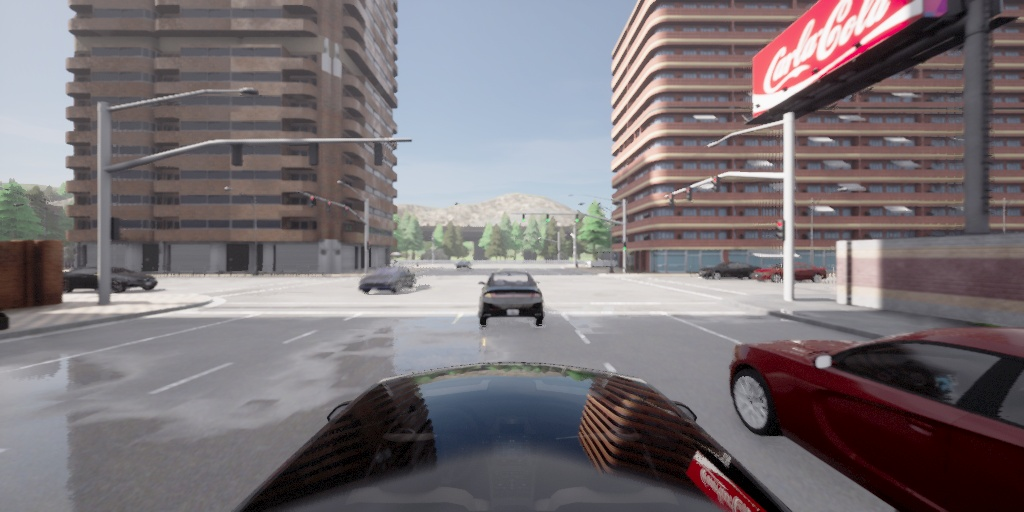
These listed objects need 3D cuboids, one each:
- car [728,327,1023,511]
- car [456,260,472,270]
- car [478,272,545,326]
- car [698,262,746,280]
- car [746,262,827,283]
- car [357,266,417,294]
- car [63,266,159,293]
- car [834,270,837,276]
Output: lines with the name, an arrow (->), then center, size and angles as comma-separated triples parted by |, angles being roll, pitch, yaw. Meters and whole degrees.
car -> 3.601, 1.229, 2.422 | 1.882, 1.535, 5.008 | 0, 0, 0
car -> -6.976, 1.218, 52.501 | 2.033, 1.411, 5.357 | 0, 0, 0
car -> -0.087, 1.249, 11.701 | 2.128, 1.511, 4.902 | 0, 0, -3
car -> 18.858, 1.252, 31.133 | 5.008, 1.535, 1.882 | 0, 0, 0
car -> 21.329, 1.249, 27.645 | 5.008, 1.535, 1.882 | 0, 0, 0
car -> -6.992, 1.310, 20.804 | 2.033, 1.411, 5.357 | 0, 0, 0
car -> -22.879, 1.289, 20.250 | 4.674, 1.442, 1.812 | 0, 0, -1
car -> 30.862, 1.300, 31.178 | 4.674, 1.442, 1.812 | 0, 0, 0
